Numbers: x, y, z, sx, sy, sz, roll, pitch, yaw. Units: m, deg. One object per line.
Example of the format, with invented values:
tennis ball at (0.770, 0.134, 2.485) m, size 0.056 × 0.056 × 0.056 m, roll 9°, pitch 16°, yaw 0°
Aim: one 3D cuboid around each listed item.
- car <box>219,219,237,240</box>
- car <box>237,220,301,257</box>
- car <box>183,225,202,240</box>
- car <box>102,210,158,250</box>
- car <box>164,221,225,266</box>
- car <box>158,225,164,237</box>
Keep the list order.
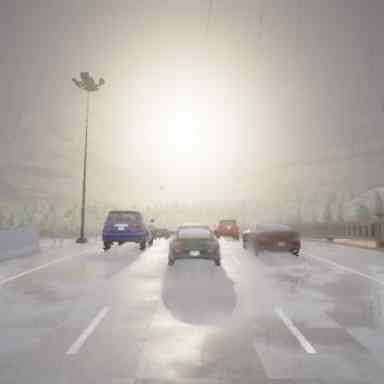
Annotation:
car at (3.561, 3.949, 34.769) m, size 2.150 × 2.045 × 5.566 m, roll 0°, pitch -8°, yaw 0°
car at (3.583, 2.111, 15.808) m, size 1.882 × 1.535 × 5.008 m, roll 0°, pitch -4°, yaw 0°
car at (0.059, 4.397, 35.990) m, size 1.837 × 1.490 × 4.892 m, roll 0°, pitch -8°, yaw 0°
car at (-3.421, 2.085, 18.741) m, size 2.150 × 2.045 × 5.566 m, roll 0°, pitch -5°, yaw 0°
car at (0.086, 1.982, 13.185) m, size 1.812 × 1.442 × 4.674 m, roll 0°, pitch -4°, yaw 0°
car at (-3.443, 4.524, 37.147) m, size 1.882 × 1.535 × 5.008 m, roll 0°, pitch -7°, yaw 0°
